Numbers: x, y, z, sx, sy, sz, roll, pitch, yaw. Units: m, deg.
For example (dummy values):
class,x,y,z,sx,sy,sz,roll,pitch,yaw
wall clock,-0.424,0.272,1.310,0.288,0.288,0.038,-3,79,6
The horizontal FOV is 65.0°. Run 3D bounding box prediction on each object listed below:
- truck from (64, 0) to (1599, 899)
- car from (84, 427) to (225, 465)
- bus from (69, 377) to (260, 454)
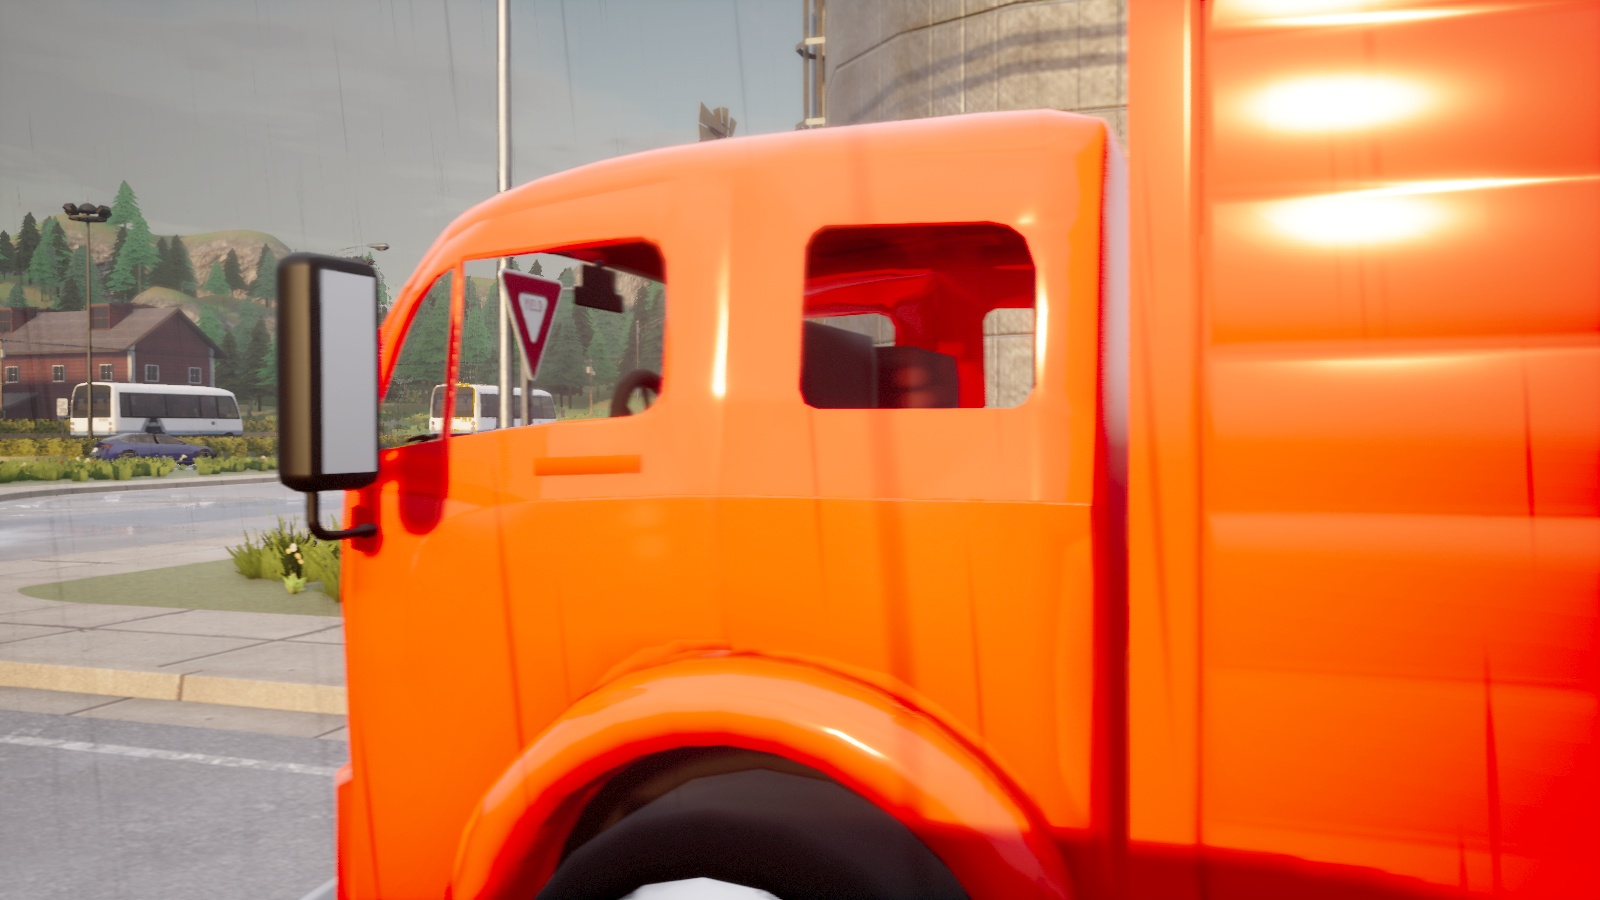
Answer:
class,x,y,z,sx,sy,sz,roll,pitch,yaw
truck,1.571,0.304,2.625,5.204,2.467,2.627,1,1,20
car,-26.978,-0.194,52.589,2.163,1.488,4.792,1,1,41
bus,-37.392,-1.991,74.537,3.944,4.253,10.273,1,1,18
